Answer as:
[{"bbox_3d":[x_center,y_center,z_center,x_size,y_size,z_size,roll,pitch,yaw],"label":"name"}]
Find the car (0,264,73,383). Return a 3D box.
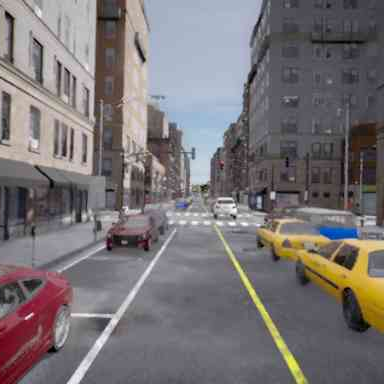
[{"bbox_3d":[-2.659,1.562,3.595,1.802,1.307,4.206,1,-1,1],"label":"car"}]

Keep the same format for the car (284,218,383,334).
[{"bbox_3d":[3.619,1.613,7.018,1.801,1.575,5.366,1,-1,1],"label":"car"}]

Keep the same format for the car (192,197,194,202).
[{"bbox_3d":[-1.181,2.383,84.342,1.752,1.417,4.829,1,-1,1],"label":"car"}]

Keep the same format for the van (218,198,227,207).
[{"bbox_3d":[6.713,2.264,73.553,1.690,1.788,3.998,1,-1,1],"label":"van"}]

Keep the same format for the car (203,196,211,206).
[{"bbox_3d":[4.080,2.367,76.767,1.882,1.535,5.008,1,-1,1],"label":"car"}]

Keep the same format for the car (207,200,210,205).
[{"bbox_3d":[3.527,2.117,46.435,2.033,1.411,5.357,1,-1,1],"label":"car"}]

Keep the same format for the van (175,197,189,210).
[{"bbox_3d":[-1.780,1.851,52.083,1.690,1.788,3.998,1,-1,1],"label":"van"}]

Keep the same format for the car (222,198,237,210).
[{"bbox_3d":[6.429,2.063,57.338,2.192,1.841,5.009,1,-1,1],"label":"car"}]

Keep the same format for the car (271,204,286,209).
[{"bbox_3d":[5.673,1.656,19.977,2.192,1.841,5.009,1,-1,1],"label":"car"}]

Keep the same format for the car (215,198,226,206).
[{"bbox_3d":[6.808,2.296,78.959,2.192,1.841,5.009,1,-1,1],"label":"car"}]

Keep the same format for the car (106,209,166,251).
[{"bbox_3d":[-2.455,1.647,14.615,1.887,1.381,4.507,1,-1,1],"label":"car"}]

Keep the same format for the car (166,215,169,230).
[{"bbox_3d":[-2.354,1.728,20.124,1.947,1.339,4.313,1,-1,1],"label":"car"}]

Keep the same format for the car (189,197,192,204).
[{"bbox_3d":[-1.583,2.192,62.891,1.947,1.339,4.313,1,-1,1],"label":"car"}]

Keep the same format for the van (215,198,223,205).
[{"bbox_3d":[6.902,2.380,84.364,1.690,1.788,3.998,1,-1,1],"label":"van"}]

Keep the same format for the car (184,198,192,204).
[{"bbox_3d":[-1.077,2.468,89.916,2.008,1.369,4.403,1,-1,1],"label":"car"}]

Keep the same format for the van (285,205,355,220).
[{"bbox_3d":[5.571,1.621,14.467,1.690,1.788,3.998,1,-1,1],"label":"van"}]

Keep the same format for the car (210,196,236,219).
[{"bbox_3d":[3.327,1.652,34.500,2.150,2.045,5.566,1,-1,2],"label":"car"}]

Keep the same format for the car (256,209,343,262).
[{"bbox_3d":[3.730,1.679,13.016,1.801,1.575,5.366,1,-1,1],"label":"car"}]
